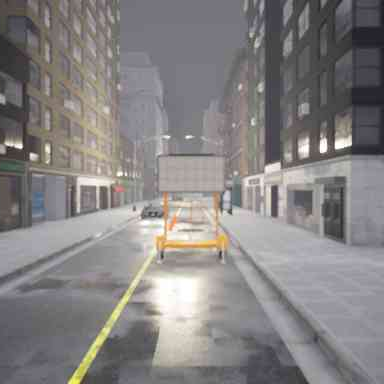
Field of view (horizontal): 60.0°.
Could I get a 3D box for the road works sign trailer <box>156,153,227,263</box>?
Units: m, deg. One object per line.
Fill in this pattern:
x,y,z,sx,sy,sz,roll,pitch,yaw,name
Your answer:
-0.022,0.430,11.806,2.380,3.560,2.880,0,0,0,road works sign trailer

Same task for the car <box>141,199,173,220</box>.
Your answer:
-2.899,1.483,26.713,1.994,1.385,4.181,0,0,0,car

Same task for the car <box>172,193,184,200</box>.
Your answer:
-2.883,0.993,67.793,2.150,2.045,5.566,0,0,0,car
